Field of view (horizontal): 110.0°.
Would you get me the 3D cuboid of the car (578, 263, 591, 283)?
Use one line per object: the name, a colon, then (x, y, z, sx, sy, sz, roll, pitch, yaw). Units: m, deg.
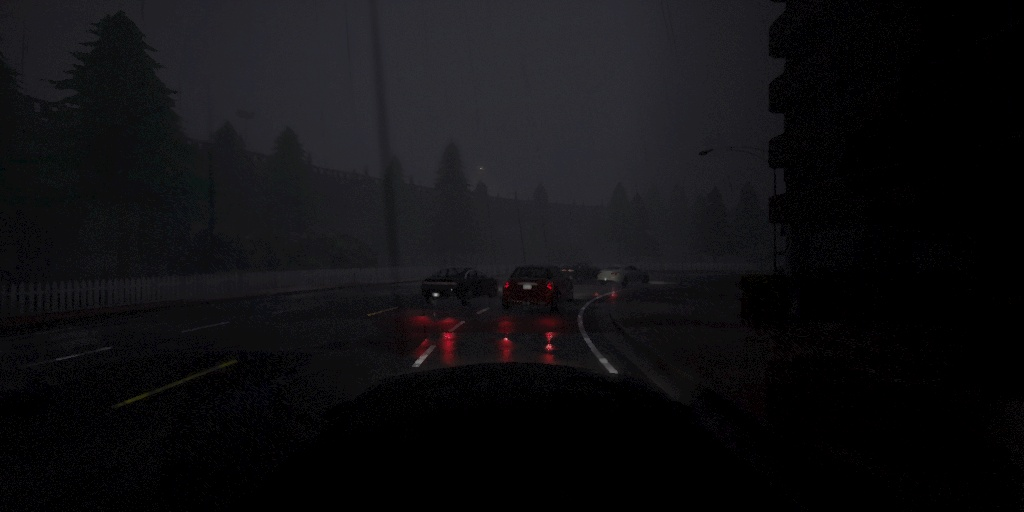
car: (5.417, 1.245, 27.561, 4.902, 1.511, 2.128, 0, 0, -43)

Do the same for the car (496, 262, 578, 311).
car: (1.205, 1.116, 14.681, 2.097, 1.767, 4.553, 0, 0, 18)

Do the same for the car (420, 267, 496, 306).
car: (-2.112, 1.245, 15.799, 2.128, 1.511, 4.902, 0, 0, 18)

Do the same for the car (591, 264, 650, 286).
car: (7.799, 1.283, 24.997, 4.674, 1.442, 1.812, 0, 0, -43)
